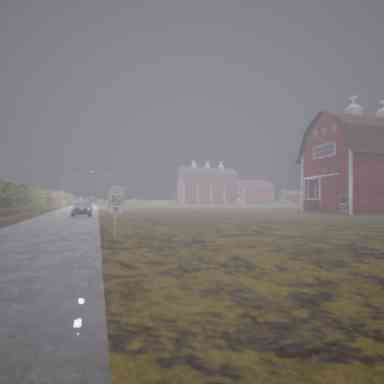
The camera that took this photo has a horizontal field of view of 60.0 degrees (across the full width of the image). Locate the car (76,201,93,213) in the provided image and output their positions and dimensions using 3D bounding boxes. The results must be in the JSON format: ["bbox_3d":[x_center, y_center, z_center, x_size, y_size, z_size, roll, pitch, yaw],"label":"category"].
[{"bbox_3d":[-15.941,2.218,49.551,2.128,1.511,4.902,2,-1,-16],"label":"car"}]

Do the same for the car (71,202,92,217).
[{"bbox_3d":[-12.768,1.935,38.624,2.097,1.767,4.553,2,-1,-16],"label":"car"}]
